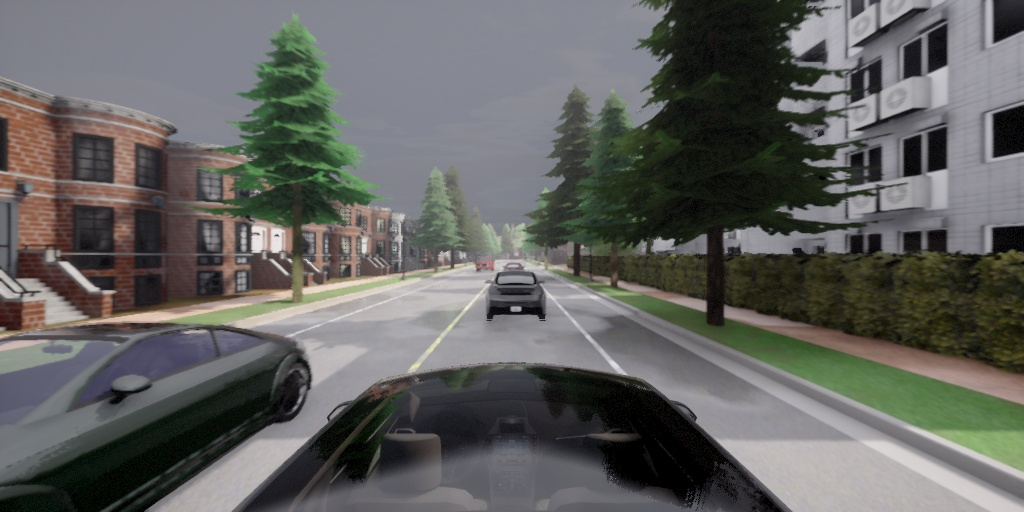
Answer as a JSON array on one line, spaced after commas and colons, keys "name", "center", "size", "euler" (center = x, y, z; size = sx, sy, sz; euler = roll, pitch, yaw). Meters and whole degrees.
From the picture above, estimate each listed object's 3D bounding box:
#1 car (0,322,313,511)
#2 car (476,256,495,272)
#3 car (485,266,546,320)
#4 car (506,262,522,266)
[{"name": "car", "center": [-3.602, 1.310, 2.978], "size": [1.994, 1.385, 4.181], "euler": [0, 0, 0]}, {"name": "car", "center": [-3.393, 1.069, 46.654], "size": [2.150, 2.045, 5.566], "euler": [0, 0, 0]}, {"name": "car", "center": [0.122, 1.254, 12.564], "size": [1.837, 1.490, 4.892], "euler": [0, 0, 0]}, {"name": "car", "center": [0.158, 1.273, 30.860], "size": [1.812, 1.442, 4.674], "euler": [0, 0, 0]}]
